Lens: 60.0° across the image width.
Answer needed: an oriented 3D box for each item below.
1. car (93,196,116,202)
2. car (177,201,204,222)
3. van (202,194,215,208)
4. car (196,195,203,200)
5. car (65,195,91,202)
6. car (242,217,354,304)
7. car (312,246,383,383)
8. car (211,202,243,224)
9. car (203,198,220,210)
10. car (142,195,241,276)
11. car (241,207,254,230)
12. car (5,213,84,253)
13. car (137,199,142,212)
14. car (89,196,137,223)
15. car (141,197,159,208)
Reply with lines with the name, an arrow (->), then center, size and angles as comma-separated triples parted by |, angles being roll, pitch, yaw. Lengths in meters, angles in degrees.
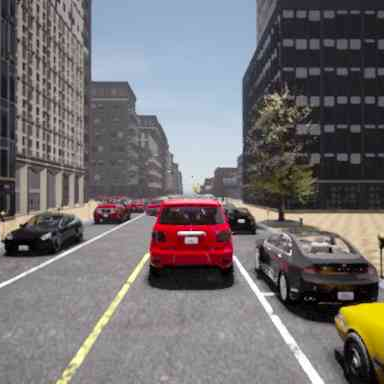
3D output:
car -> -17.888, 1.435, 68.384 | 4.206, 1.307, 1.802 | 0, 0, 0
car -> -0.101, 1.501, 27.487 | 2.033, 1.411, 5.357 | 0, 0, 0
van -> 2.368, 1.271, 47.699 | 1.690, 1.788, 3.998 | 0, 0, 0
car -> 2.119, 1.436, 92.655 | 1.752, 1.417, 4.829 | 0, 0, 0
car -> -23.381, 1.367, 68.337 | 4.829, 1.417, 1.752 | 0, 0, 0
car -> 2.618, 1.536, 7.876 | 2.008, 1.369, 4.403 | 0, 0, 0
car -> 2.657, 1.521, 2.357 | 1.752, 1.417, 4.829 | 0, 0, 0
car -> 2.510, 1.523, 24.943 | 1.947, 1.339, 4.313 | 0, 0, 0
car -> 2.403, 1.518, 42.010 | 1.802, 1.307, 4.206 | 0, 0, 0
car -> -0.010, 1.204, 10.426 | 2.150, 2.045, 5.566 | 0, 0, 0
car -> 2.545, 1.531, 19.254 | 1.947, 1.339, 4.313 | 0, 0, 0
car -> -5.767, 1.539, 13.539 | 1.947, 1.339, 4.313 | 0, 0, 0
car -> -5.909, 1.486, 36.295 | 1.887, 1.381, 4.507 | 0, 0, 0
car -> -5.836, 1.271, 24.917 | 2.192, 1.841, 5.009 | 0, 0, 0
car -> -5.980, 1.495, 47.672 | 1.947, 1.339, 4.313 | 0, 0, 0
